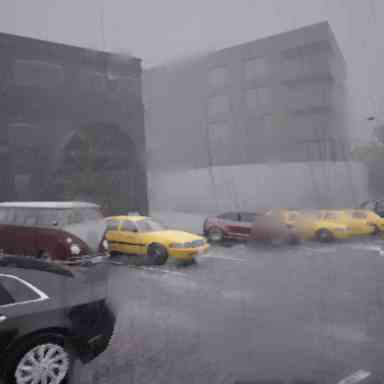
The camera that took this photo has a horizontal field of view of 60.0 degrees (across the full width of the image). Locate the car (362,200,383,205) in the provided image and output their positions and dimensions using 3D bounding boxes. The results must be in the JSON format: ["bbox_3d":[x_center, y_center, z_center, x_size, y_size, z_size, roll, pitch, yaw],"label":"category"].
[{"bbox_3d":[12.472,1.578,22.605,5.566,2.045,2.435,0,-1,34],"label":"car"}]

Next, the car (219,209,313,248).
[{"bbox_3d":[2.815,1.642,15.571,4.792,1.488,2.163,-1,-2,34],"label":"car"}]

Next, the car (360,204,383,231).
[{"bbox_3d":[9.915,1.763,20.938,5.366,1.575,1.946,0,-1,34],"label":"car"}]

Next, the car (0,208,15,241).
[{"bbox_3d":[-6.920,1.369,8.595,4.553,1.767,2.185,-1,-1,35],"label":"car"}]

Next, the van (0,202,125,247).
[{"bbox_3d":[-4.409,1.287,10.296,4.442,1.987,1.878,-1,-1,35],"label":"van"}]

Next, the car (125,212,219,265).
[{"bbox_3d":[-1.919,1.537,11.996,5.366,1.575,1.946,-1,-1,34],"label":"car"}]

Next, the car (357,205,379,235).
[{"bbox_3d":[7.491,1.707,19.186,5.366,1.575,1.946,-1,-1,34],"label":"car"}]

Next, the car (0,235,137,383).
[{"bbox_3d":[-3.253,1.502,3.510,4.892,1.490,1.837,1,0,-35],"label":"car"}]

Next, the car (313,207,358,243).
[{"bbox_3d":[5.369,1.651,17.230,5.366,1.575,1.946,-1,-2,34],"label":"car"}]
